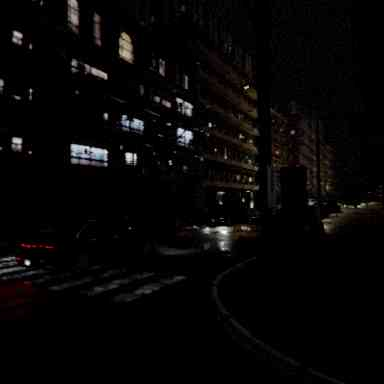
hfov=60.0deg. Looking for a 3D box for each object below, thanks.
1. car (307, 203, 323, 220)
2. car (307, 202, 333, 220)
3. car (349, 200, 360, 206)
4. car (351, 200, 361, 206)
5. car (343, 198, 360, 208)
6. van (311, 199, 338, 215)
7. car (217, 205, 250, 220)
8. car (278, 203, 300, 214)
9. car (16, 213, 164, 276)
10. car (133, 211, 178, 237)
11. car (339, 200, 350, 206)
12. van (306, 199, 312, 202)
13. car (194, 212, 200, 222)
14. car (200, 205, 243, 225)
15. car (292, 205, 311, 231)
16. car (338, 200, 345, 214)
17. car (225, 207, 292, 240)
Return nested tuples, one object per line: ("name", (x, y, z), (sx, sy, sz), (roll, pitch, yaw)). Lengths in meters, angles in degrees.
("car", (9.090, 1.852, 26.973), (1.887, 1.381, 4.507), (-1, -1, 30))
("car", (11.902, 1.920, 31.887), (1.887, 1.381, 4.507), (-1, -1, 30))
("car", (37.301, 2.539, 76.258), (1.752, 1.417, 4.829), (-1, -1, 30))
("car", (40.029, 2.667, 81.021), (1.802, 1.307, 4.206), (-1, -1, 30))
("car", (31.589, 2.181, 66.287), (2.192, 1.841, 5.009), (-1, -1, 30))
("van", (14.713, 1.784, 36.805), (1.690, 1.788, 3.998), (-1, -1, 30))
("car", (4.546, 2.114, 35.899), (1.752, 1.417, 4.829), (-1, -1, 30))
("car", (13.523, 2.247, 46.227), (1.994, 1.385, 4.181), (-2, -2, 30))
("car", (-3.182, 1.660, 10.968), (1.837, 1.490, 4.892), (-2, -2, 30))
("car", (-2.630, 1.790, 18.170), (2.128, 1.511, 4.902), (-2, -2, 30))
("car", (38.108, 2.698, 83.089), (2.033, 1.411, 5.357), (-2, -2, 30))
("van", (27.130, 2.494, 75.359), (1.690, 1.788, 3.998), (-1, -1, 30))
("car", (1.818, 2.068, 31.133), (1.887, 1.381, 4.507), (-1, -1, 30))
("car", (2.816, 1.928, 27.680), (1.837, 1.490, 4.892), (-2, 0, 30))
("car", (6.277, 1.792, 22.059), (2.008, 1.369, 4.403), (-1, -1, 30))
("car", (17.528, 2.063, 41.715), (2.008, 1.369, 4.403), (-1, -1, 30))
("car", (3.661, 1.705, 17.490), (1.752, 1.417, 4.829), (-1, -1, 30))
